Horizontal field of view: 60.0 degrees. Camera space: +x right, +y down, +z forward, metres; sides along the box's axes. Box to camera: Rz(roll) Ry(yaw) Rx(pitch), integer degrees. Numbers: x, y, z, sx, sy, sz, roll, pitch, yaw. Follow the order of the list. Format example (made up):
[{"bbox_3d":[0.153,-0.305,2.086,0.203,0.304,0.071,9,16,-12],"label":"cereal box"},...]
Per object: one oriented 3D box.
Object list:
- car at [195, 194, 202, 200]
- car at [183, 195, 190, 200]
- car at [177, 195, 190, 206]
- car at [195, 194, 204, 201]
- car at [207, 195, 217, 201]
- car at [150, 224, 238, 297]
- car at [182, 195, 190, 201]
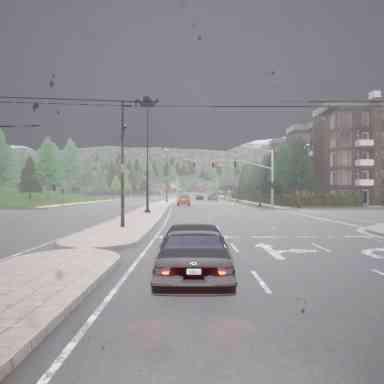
[{"bbox_3d":[1.943,1.471,95.625,1.837,1.490,4.892,0,0,0],"label":"car"},{"bbox_3d":[-1.557,1.570,95.653,1.895,1.301,4.718,0,0,0],"label":"car"},{"bbox_3d":[-1.364,1.352,54.513,2.097,1.767,4.553,0,0,-1],"label":"car"},{"bbox_3d":[1.967,1.477,85.377,1.882,1.535,5.008,0,0,0],"label":"car"},{"bbox_3d":[5.467,1.539,85.385,2.033,1.411,5.357,0,0,0],"label":"car"},{"bbox_3d":[0.041,1.547,8.768,2.033,1.411,5.357,0,0,0],"label":"car"},{"bbox_3d":[-1.532,1.522,85.338,1.812,1.442,4.674,0,0,0],"label":"car"}]
